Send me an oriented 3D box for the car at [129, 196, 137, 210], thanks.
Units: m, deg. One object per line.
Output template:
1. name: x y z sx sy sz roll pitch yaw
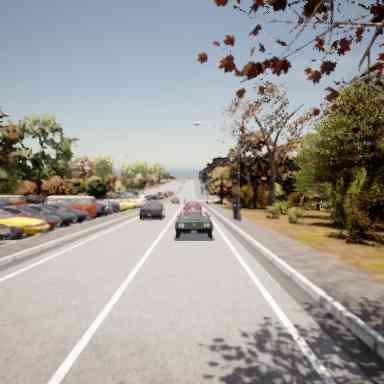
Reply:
1. car: -10.046 1.638 41.668 5.366 1.575 1.946 0 -1 0

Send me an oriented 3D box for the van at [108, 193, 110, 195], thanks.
1. van: -23.369 1.207 90.987 4.442 1.987 1.878 1 0 0

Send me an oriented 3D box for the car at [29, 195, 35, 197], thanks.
1. car: -23.331 1.452 47.396 5.566 2.045 2.435 0 -1 0

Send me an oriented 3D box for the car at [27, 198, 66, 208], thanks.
1. car: -23.107 1.766 52.932 5.366 1.575 1.946 0 -1 0

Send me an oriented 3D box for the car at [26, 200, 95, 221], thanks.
1. car: -10.229 1.581 25.142 4.792 1.488 2.163 0 0 0

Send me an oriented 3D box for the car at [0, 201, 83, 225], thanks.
1. car: -10.233 1.573 22.366 4.792 1.488 2.163 0 0 0

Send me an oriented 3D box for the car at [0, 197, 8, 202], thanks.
1. car: -23.349 1.622 36.320 4.792 1.488 2.163 0 0 0

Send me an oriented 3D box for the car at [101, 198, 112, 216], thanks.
1. car: -10.278 1.599 30.695 4.792 1.488 2.163 0 0 0

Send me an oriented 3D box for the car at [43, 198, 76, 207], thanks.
1. car: -23.255 1.864 58.472 4.792 1.488 2.163 0 -1 0

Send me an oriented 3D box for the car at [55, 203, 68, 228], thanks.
1. car: -10.238 1.564 19.590 4.792 1.488 2.163 0 0 0

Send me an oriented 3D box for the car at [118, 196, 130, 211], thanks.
1. car: -10.421 1.613 39.016 5.366 1.575 1.946 0 -1 0

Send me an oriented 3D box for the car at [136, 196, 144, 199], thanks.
1. car: -10.037 1.702 47.341 5.366 1.575 1.946 0 -1 0

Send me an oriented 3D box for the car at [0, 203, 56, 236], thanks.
1. car: -10.086 1.523 16.813 5.366 1.575 1.946 0 0 0

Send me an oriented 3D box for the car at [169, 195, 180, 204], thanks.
1. car: -3.463 1.846 70.696 1.812 1.442 4.674 0 0 0

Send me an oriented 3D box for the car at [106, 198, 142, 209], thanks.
1. car: -10.224 1.739 50.116 4.892 1.521 2.231 0 -1 0

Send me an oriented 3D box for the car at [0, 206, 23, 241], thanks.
1. car: -10.282 1.519 14.038 4.892 1.521 2.231 0 0 0

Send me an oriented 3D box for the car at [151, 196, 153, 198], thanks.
1. car: -10.171 1.898 61.220 4.792 1.488 2.163 0 -1 0

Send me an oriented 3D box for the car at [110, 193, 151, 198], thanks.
1. car: -10.237 1.552 55.672 5.566 2.045 2.435 0 -1 0

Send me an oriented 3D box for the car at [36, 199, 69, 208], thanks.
1. car: -23.286 1.842 55.702 4.674 1.452 2.002 0 -1 0

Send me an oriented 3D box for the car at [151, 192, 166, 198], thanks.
1. car: -10.386 1.464 91.037 4.792 1.488 2.163 0 0 0

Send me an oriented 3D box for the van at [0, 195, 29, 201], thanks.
1. van: -23.428 1.413 41.733 4.442 1.987 1.878 0 -1 0

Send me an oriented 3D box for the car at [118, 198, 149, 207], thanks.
1. car: -10.210 1.836 58.445 5.008 1.535 2.097 0 -1 0

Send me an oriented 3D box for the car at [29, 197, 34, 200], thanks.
1. car: -23.278 1.701 44.624 4.792 1.488 2.163 0 -1 0

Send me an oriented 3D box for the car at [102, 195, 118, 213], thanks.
1. car: -10.276 1.455 33.469 4.553 1.767 2.185 0 0 0

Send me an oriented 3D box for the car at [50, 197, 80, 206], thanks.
1. car: -23.311 1.740 61.119 4.553 1.767 2.185 0 -1 0

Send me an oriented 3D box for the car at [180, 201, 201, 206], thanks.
1. car: 0.067 1.675 35.633 1.994 1.385 4.181 0 0 0

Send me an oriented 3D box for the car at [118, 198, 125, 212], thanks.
1. car: -10.234 1.596 36.248 4.892 1.521 2.231 0 -1 0

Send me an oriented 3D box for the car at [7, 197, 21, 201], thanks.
1. car: -23.344 1.642 38.959 4.792 1.488 2.163 0 -1 0

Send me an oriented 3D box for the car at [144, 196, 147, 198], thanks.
1. car: -10.399 1.768 52.893 5.366 1.575 1.946 0 -1 0

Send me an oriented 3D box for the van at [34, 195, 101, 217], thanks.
1. van: -10.370 1.335 27.919 4.442 1.987 1.878 0 0 0

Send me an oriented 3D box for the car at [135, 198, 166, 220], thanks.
1. car: -3.363 1.554 28.665 1.882 1.535 5.008 0 0 0

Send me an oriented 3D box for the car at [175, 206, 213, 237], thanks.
1. car: 0.097 1.632 18.124 1.895 1.301 4.718 0 0 0
